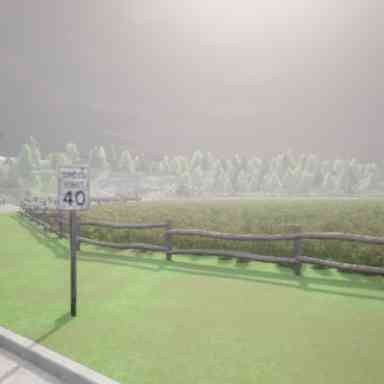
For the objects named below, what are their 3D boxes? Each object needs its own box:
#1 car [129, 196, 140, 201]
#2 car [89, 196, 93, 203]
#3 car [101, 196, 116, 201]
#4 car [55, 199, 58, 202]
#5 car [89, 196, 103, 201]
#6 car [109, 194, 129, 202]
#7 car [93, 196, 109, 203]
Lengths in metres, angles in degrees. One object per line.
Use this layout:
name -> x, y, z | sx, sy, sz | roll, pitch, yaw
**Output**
car -> -15.130, 1.675, 86.726 | 1.812, 1.442, 4.674 | 0, 0, 10
car -> -23.874, 1.804, 77.719 | 1.837, 1.490, 4.892 | 0, 0, 10
car -> -22.018, 1.719, 87.973 | 2.033, 1.411, 5.357 | 0, 0, 10
car -> -30.687, 1.896, 79.377 | 1.994, 1.385, 4.181 | 0, 0, 10
car -> -25.461, 1.746, 88.596 | 1.994, 1.385, 4.181 | 0, 0, 10
car -> -16.887, 1.803, 77.019 | 1.812, 1.442, 4.674 | 0, 0, 10
car -> -20.430, 1.767, 77.096 | 1.882, 1.535, 5.008 | 0, 0, 10
